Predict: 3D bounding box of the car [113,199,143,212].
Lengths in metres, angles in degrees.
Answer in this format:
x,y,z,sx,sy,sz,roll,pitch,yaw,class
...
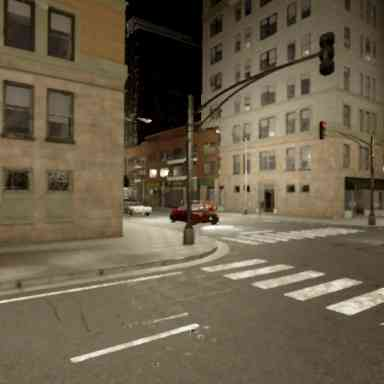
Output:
x,y,z,sx,sy,sz,roll,pitch,yaw,class
-7.791,1.565,40.199,1.812,1.442,4.674,1,0,-35,car

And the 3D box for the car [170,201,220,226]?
x,y,z,sx,sy,sz,roll,pitch,yaw,class
0.122,1.605,24.000,1.994,1.385,4.181,1,0,-35,car

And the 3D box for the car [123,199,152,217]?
x,y,z,sx,sy,sz,roll,pitch,yaw,class
-5.711,1.623,32.189,1.895,1.301,4.718,1,0,-35,car

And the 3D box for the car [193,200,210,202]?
x,y,z,sx,sy,sz,roll,pitch,yaw,class
0.482,1.519,32.957,1.967,1.590,4.097,1,0,-35,car

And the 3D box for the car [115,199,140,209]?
x,y,z,sx,sy,sz,roll,pitch,yaw,class
-9.008,1.639,46.284,1.802,1.307,4.206,1,0,-35,car
